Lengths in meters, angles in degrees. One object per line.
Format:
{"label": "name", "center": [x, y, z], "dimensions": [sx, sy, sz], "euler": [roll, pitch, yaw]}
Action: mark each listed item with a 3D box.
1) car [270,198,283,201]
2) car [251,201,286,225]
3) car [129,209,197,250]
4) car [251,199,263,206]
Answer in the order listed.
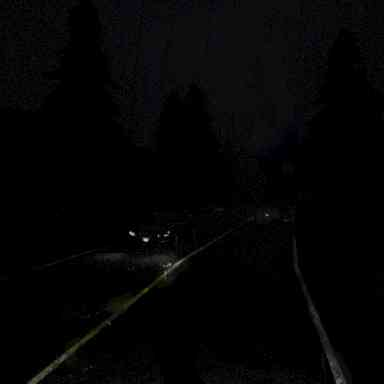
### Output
{"label": "car", "center": [10.244, 1.545, 40.089], "dimensions": [2.097, 1.767, 4.553], "euler": [0, 0, 17]}
{"label": "car", "center": [5.942, 1.684, 25.536], "dimensions": [1.994, 1.385, 4.181], "euler": [0, 0, 16]}
{"label": "car", "center": [-1.099, 1.542, 14.669], "dimensions": [1.837, 1.490, 4.892], "euler": [0, 0, 15]}
{"label": "car", "center": [10.864, 1.792, 55.028], "dimensions": [2.033, 1.411, 5.357], "euler": [0, 0, 17]}
